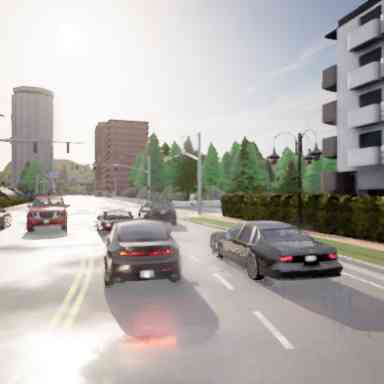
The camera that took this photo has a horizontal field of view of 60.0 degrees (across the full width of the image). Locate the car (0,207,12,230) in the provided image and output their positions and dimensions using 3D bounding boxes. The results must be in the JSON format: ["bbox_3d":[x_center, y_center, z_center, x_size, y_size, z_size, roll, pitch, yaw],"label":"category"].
[{"bbox_3d":[-12.728,1.626,21.084,1.994,1.385,4.181,0,0,-20],"label":"car"}]

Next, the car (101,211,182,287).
[{"bbox_3d":[-1.537,1.523,9.519,1.837,1.490,4.892,0,0,-14],"label":"car"}]

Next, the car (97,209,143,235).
[{"bbox_3d":[-4.258,1.638,18.540,1.895,1.301,4.718,0,0,-20],"label":"car"}]

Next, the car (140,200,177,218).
[{"bbox_3d":[-2.602,1.396,24.317,2.097,1.767,4.553,0,0,-18],"label":"car"}]

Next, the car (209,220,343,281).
[{"bbox_3d":[2.082,1.558,9.970,2.033,1.411,5.357,0,0,-14],"label":"car"}]

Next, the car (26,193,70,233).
[{"bbox_3d":[-8.887,1.277,20.774,2.150,2.045,5.566,0,-1,-20],"label":"car"}]
